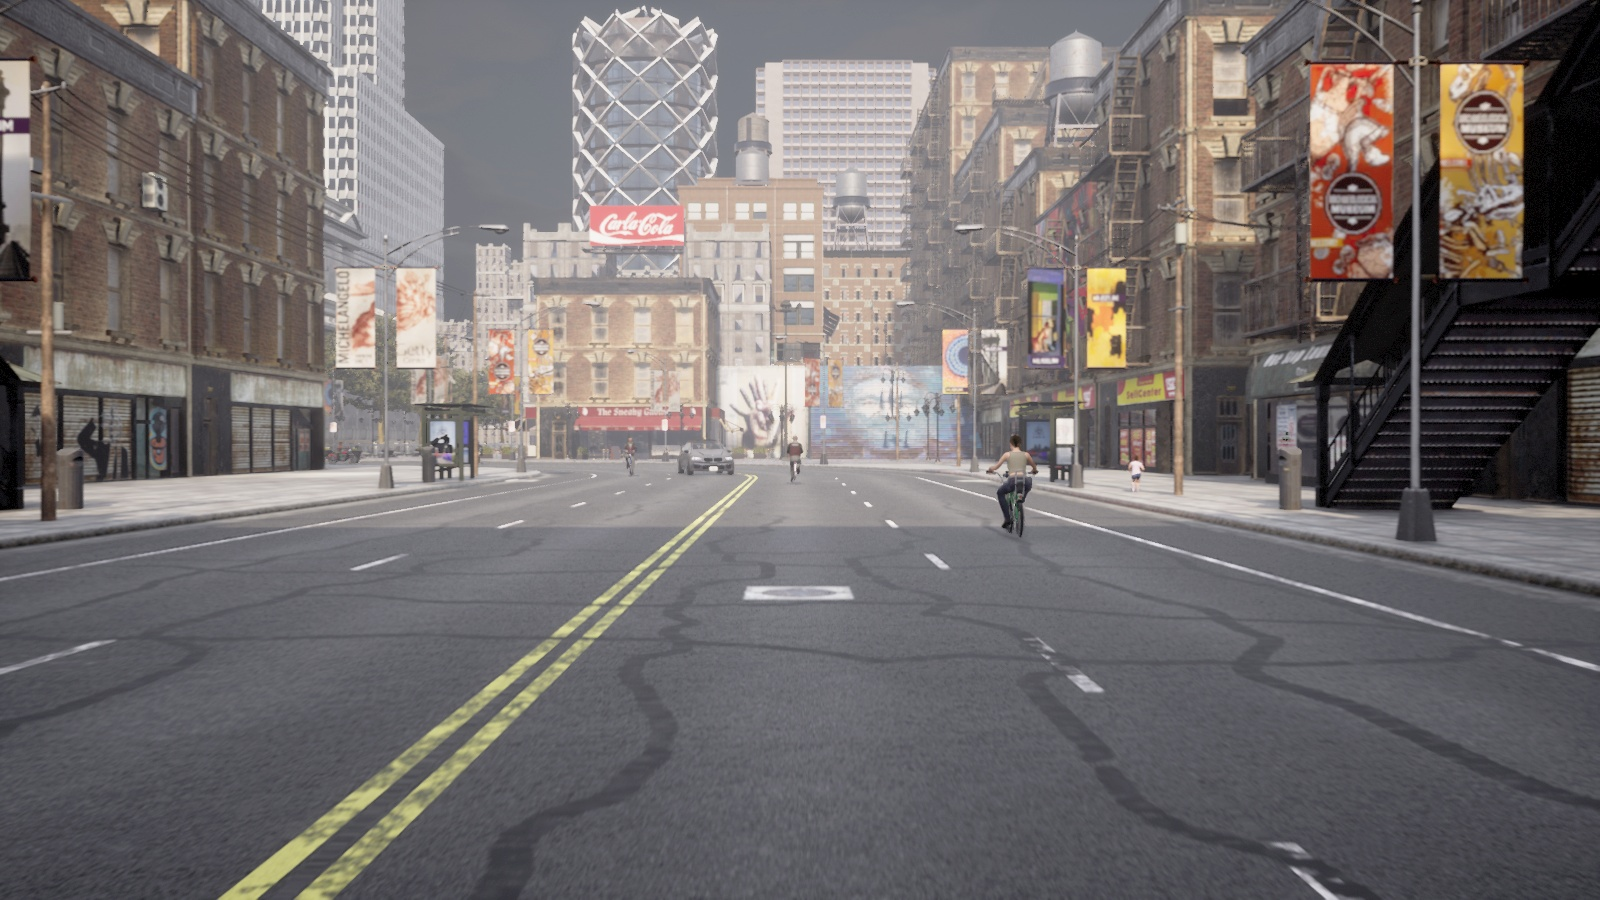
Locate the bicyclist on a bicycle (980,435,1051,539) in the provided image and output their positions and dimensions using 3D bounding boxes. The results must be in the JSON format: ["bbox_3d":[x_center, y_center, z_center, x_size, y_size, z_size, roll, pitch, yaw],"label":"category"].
[{"bbox_3d":[3.444,0.572,20.187,0.866,1.612,1.509,0,0,0],"label":"bicyclist on a bicycle"}]

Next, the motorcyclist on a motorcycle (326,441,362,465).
[{"bbox_3d":[-31.781,0.178,87.540,2.350,1.649,0.766,0,1,17],"label":"motorcyclist on a motorcycle"}]

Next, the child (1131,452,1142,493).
[{"bbox_3d":[9.031,0.600,33.704,0.255,1.110,0.394,0,0,8],"label":"child"}]

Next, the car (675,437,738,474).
[{"bbox_3d":[-4.450,0.253,59.250,2.242,1.667,4.611,0,0,-13],"label":"car"}]
